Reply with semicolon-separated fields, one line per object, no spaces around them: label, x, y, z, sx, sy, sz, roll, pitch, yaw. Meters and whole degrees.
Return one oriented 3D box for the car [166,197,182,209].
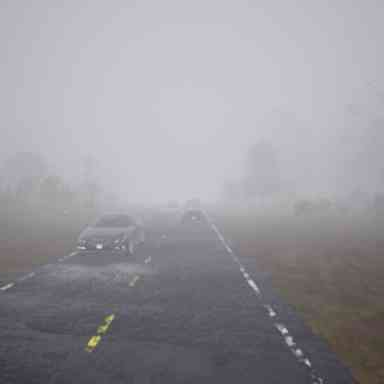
car;-3.021;1.932;53.387;1.994;1.385;4.181;0;0;0

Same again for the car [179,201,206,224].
car;0.119;1.703;26.150;1.812;1.442;4.674;0;0;0

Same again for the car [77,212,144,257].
car;-3.090;1.599;13.513;1.837;1.490;4.892;0;0;0

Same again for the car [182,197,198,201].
car;0.127;1.640;42.268;2.097;1.767;4.553;0;0;0
